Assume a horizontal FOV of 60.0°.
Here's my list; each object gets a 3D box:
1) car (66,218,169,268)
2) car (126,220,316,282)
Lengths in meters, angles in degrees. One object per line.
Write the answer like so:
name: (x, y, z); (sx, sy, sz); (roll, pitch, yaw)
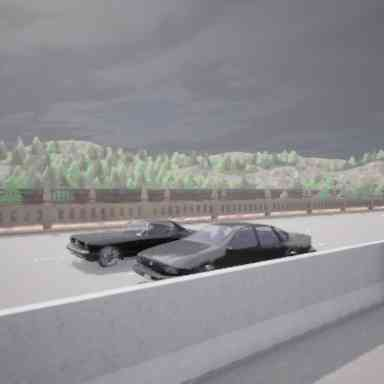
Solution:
car: (-1.703, 1.601, 11.376); (4.718, 1.301, 1.895); (0, 0, -36)
car: (1.160, 1.547, 9.120); (5.357, 1.411, 2.033); (0, 0, -36)
